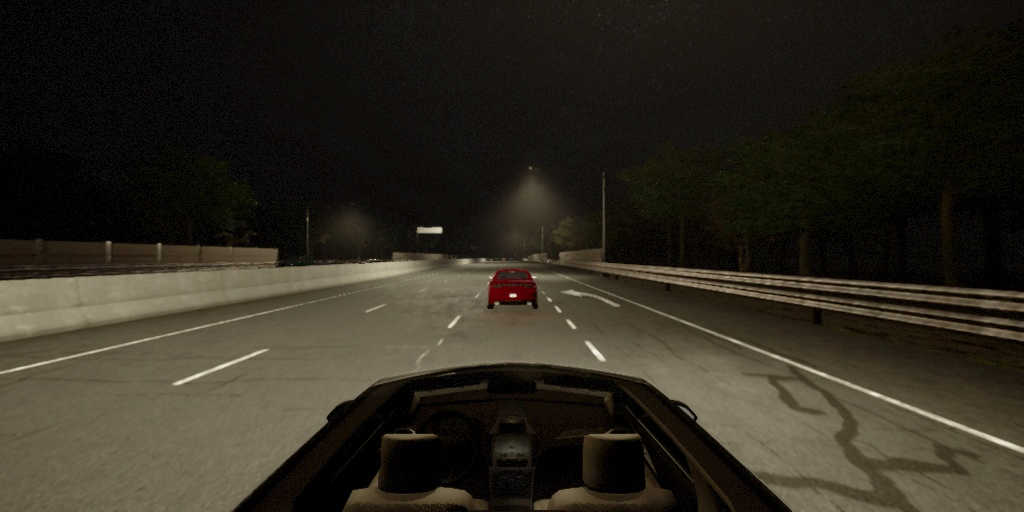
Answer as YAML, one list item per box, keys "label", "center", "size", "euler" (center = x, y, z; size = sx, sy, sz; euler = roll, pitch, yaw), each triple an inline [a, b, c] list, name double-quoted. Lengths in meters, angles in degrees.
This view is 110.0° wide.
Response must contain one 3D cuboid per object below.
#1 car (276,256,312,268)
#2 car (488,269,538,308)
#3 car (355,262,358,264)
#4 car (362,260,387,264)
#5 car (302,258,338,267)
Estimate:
- label: "car"
  center: [-28.100, 1.047, 46.811]
  size: [2.150, 2.045, 5.566]
  euler: [0, 0, 1]
- label: "car"
  center: [0.025, 1.270, 15.220]
  size: [1.882, 1.535, 5.008]
  euler: [0, 0, 0]
- label: "car"
  center: [-21.103, 1.432, 49.123]
  size: [1.895, 1.301, 4.718]
  euler: [0, 0, 0]
- label: "car"
  center: [-17.611, 1.331, 46.914]
  size: [1.837, 1.490, 4.892]
  euler: [0, 0, 0]
- label: "car"
  center: [-24.609, 1.318, 46.898]
  size: [2.128, 1.511, 4.902]
  euler: [0, 0, 0]
